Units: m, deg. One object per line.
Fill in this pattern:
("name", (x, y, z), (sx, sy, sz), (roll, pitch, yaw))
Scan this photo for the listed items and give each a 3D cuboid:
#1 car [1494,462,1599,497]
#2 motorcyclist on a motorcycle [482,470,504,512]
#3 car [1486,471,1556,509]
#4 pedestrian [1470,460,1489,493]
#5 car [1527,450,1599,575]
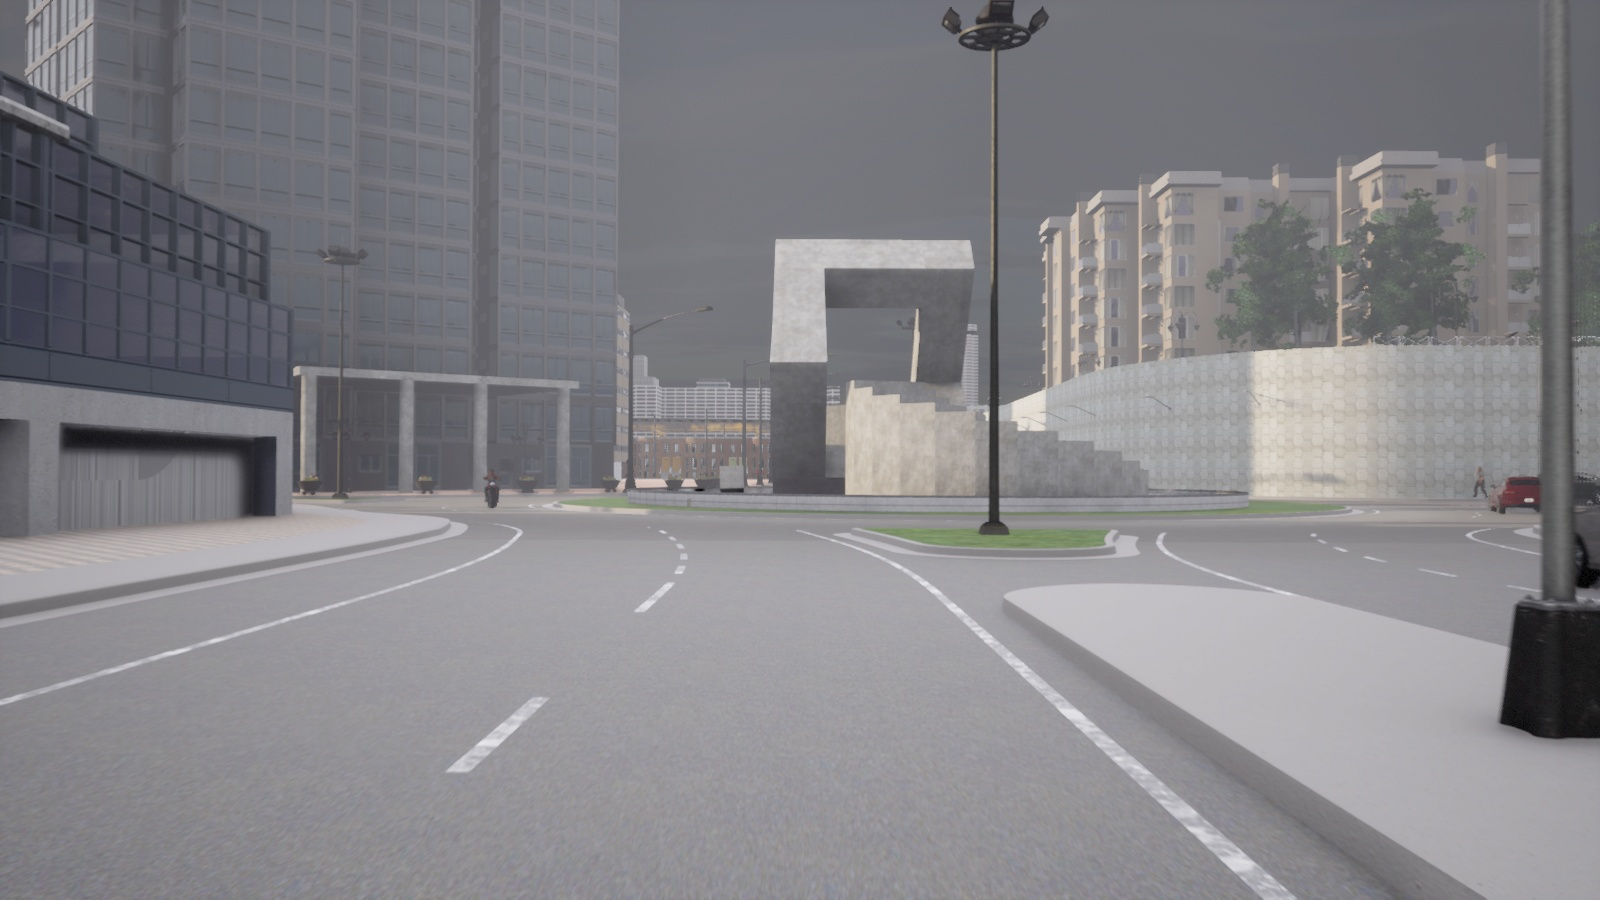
("car", (37.342, 1.454, 61.909), (5.027, 1.651, 2.152), (0, -1, 2))
("motorcyclist on a motorcycle", (-12.483, 1.649, 50.996), (0.766, 1.649, 2.350), (1, -1, -16))
("car", (28.371, 1.536, 49.538), (1.812, 1.442, 4.674), (-1, -1, 23))
("pedestrian", (37.853, 1.461, 69.961), (0.694, 1.848, 0.540), (0, -1, -1))
("car", (11.555, 0.802, 15.629), (2.152, 1.651, 5.027), (0, -1, 1))
